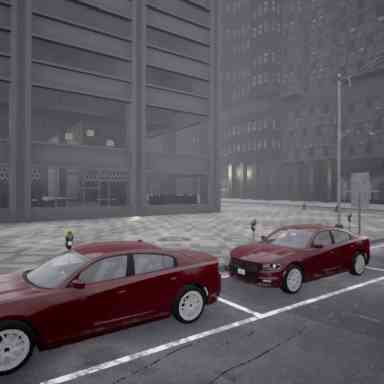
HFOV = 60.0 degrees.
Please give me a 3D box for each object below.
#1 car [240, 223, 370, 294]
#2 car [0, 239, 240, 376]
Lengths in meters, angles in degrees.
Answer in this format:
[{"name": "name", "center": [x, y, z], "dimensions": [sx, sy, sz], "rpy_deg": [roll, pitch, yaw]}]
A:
[{"name": "car", "center": [2.937, 1.545, 8.789], "dimensions": [4.507, 1.381, 1.887], "rpy_deg": [0, 0, -36]}, {"name": "car", "center": [-1.550, 1.545, 5.565], "dimensions": [4.507, 1.381, 1.887], "rpy_deg": [0, 0, -36]}]
